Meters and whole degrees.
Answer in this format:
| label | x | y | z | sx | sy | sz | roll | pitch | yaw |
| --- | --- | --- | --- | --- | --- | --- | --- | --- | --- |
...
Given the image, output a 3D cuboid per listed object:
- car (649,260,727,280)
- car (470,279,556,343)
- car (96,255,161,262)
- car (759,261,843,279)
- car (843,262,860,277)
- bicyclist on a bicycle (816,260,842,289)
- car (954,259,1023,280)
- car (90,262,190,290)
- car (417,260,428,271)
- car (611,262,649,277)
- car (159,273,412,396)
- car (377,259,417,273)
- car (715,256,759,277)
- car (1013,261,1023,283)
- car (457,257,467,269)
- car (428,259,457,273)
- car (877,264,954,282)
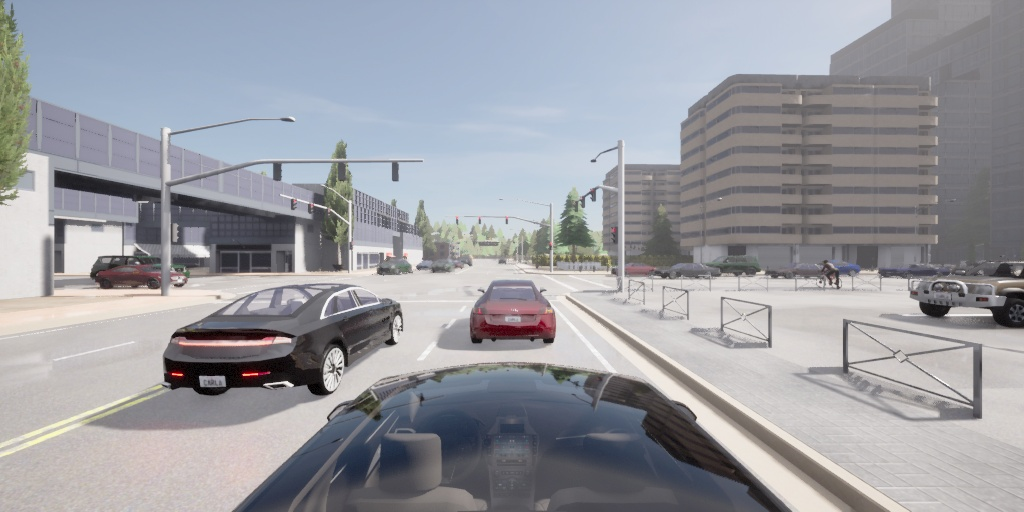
| label | x | y | z | sx | sy | sz | roll | pitch | yaw |
| --- | --- | --- | --- | --- | --- | --- | --- | --- | --- |
| car | 15.225 | 1.297 | 31.204 | 5.357 | 1.411 | 2.033 | 0 | 0 | -2 |
| car | 0.009 | 1.314 | 9.644 | 1.994 | 1.385 | 4.181 | 0 | 0 | 0 |
| car | -26.453 | 0.971 | 25.594 | 5.566 | 2.045 | 2.150 | 0 | 0 | -1 |
| car | 25.295 | 1.297 | 31.507 | 5.357 | 1.411 | 2.033 | 0 | 0 | -2 |
| car | 31.101 | 1.228 | 35.178 | 5.008 | 1.535 | 1.882 | 0 | 0 | -2 |
| bicyclist on a bicycle | 17.920 | 1.052 | 20.297 | 0.582 | 1.620 | 1.656 | 0 | 0 | -2 |
| car | 46.721 | 1.314 | 35.560 | 4.892 | 1.490 | 1.837 | 0 | 0 | -2 |
| car | -22.895 | 1.276 | 22.199 | 4.674 | 1.442 | 1.812 | 0 | 0 | 0 |
| car | -11.915 | 1.298 | 50.182 | 2.033 | 1.411 | 5.357 | 0 | 0 | -2 |
| car | 11.734 | 1.314 | 34.600 | 4.181 | 1.385 | 1.994 | 0 | 0 | -2 |
| car | -3.476 | 1.242 | 6.585 | 2.128 | 1.511 | 4.902 | 0 | 0 | 0 |
| car | -12.283 | 1.101 | 37.735 | 2.097 | 1.767 | 4.553 | 0 | 0 | 10 |
| car | 21.077 | 0.971 | 34.884 | 5.566 | 2.045 | 2.150 | 0 | 0 | -2 |
| car | 43.291 | 1.314 | 28.395 | 4.181 | 1.385 | 1.994 | 0 | 0 | -1 |
| car | -8.534 | 1.313 | 54.745 | 1.994 | 1.385 | 4.181 | 0 | 0 | -1 |
| car | -8.176 | 1.102 | 42.543 | 2.097 | 1.767 | 4.553 | 0 | 0 | -2 |
| car | 35.499 | 1.351 | 31.801 | 4.718 | 1.301 | 1.895 | 0 | 0 | -2 |
